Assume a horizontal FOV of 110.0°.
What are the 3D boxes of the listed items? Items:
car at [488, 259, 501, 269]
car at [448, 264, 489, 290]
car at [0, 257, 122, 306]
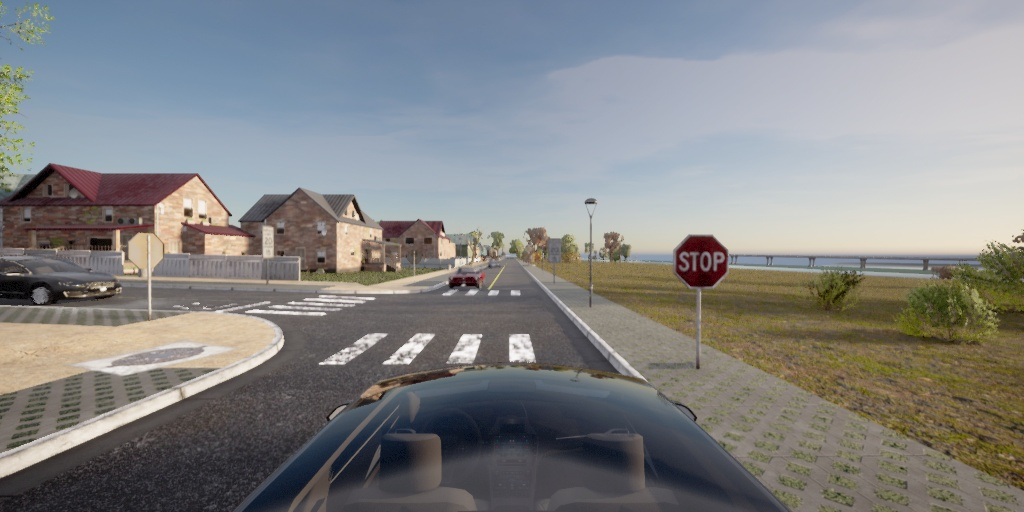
[{"bbox_3d":[-2.758,1.228,55.960,2.128,1.511,4.902,0,0,0],"label":"car"},{"bbox_3d":[-2.752,1.344,22.567,1.895,1.301,4.718,0,0,0],"label":"car"},{"bbox_3d":[-16.333,0.802,12.232,4.892,1.490,1.837,2,0,1],"label":"car"}]
